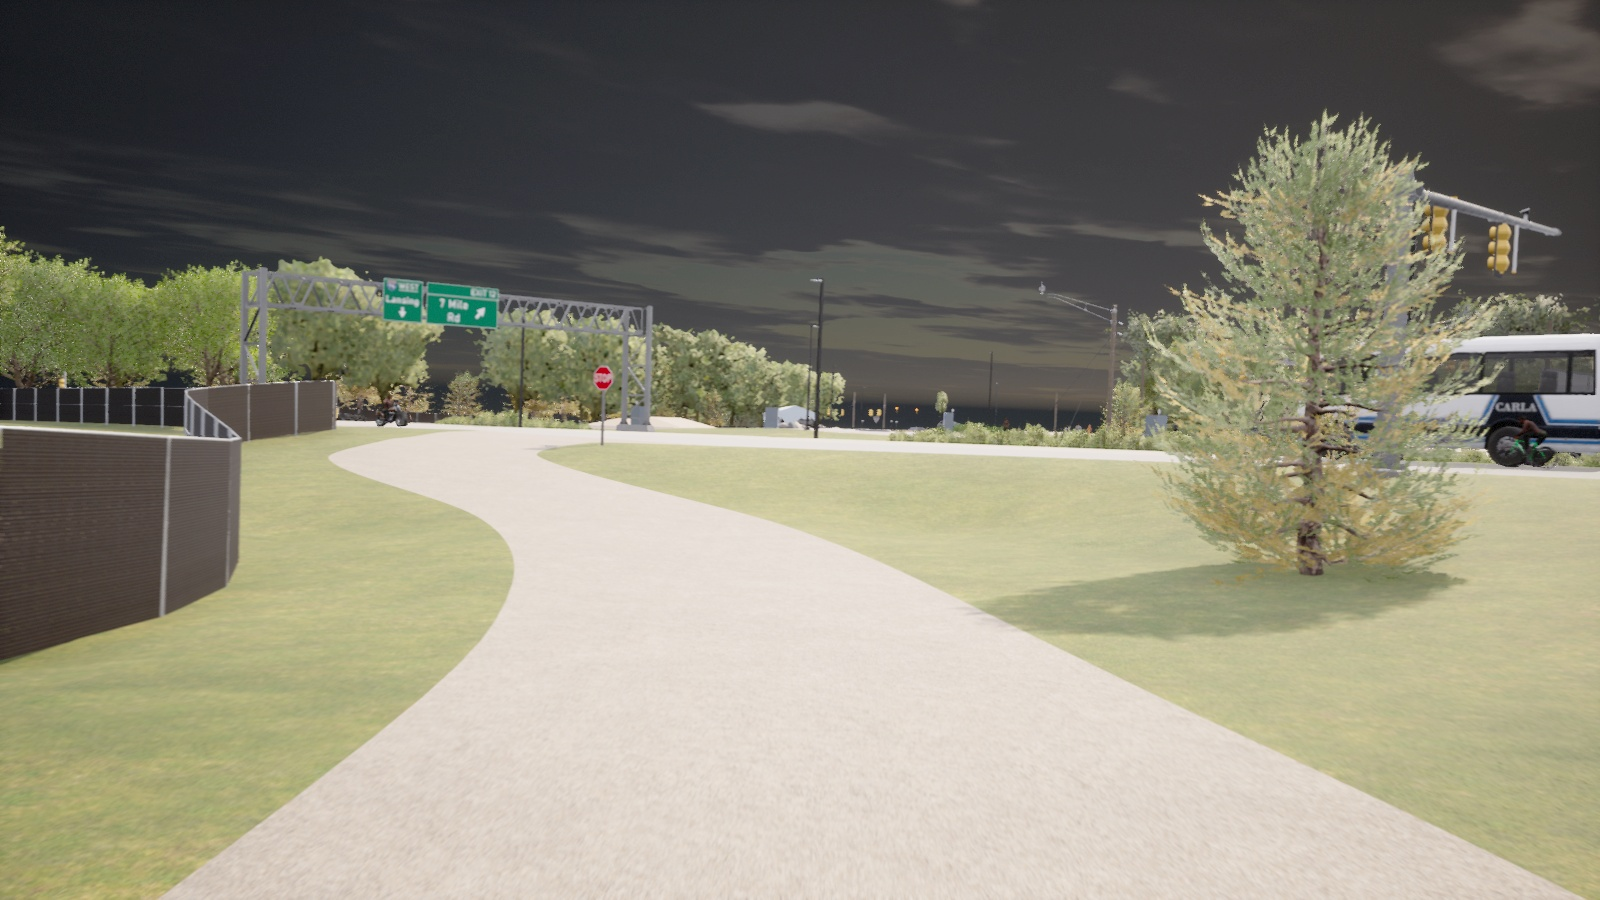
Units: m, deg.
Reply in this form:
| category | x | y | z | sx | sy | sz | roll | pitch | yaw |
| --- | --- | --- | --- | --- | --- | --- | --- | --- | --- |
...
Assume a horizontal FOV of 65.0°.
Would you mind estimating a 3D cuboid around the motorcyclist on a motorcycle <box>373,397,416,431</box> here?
| category | x | y | z | sx | sy | sz | roll | pitch | yaw |
| --- | --- | --- | --- | --- | --- | --- | --- | --- | --- |
| motorcyclist on a motorcycle | -19.692 | -1.743 | 60.921 | 2.350 | 1.649 | 0.766 | 1 | 2 | 37 |

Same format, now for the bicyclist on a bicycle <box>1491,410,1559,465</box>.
| category | x | y | z | sx | sy | sz | roll | pitch | yaw |
| --- | --- | --- | --- | --- | --- | --- | --- | --- | --- |
| bicyclist on a bicycle | 21.927 | -0.393 | 37.991 | 0.582 | 1.620 | 1.656 | 0 | 2 | -44 |

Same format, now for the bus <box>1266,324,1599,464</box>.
| category | x | y | z | sx | sy | sz | roll | pitch | yaw |
| --- | --- | --- | --- | --- | --- | --- | --- | --- | --- |
| bus | 21.883 | -1.844 | 43.061 | 3.944 | 4.253 | 10.273 | -1 | 2 | -44 |
